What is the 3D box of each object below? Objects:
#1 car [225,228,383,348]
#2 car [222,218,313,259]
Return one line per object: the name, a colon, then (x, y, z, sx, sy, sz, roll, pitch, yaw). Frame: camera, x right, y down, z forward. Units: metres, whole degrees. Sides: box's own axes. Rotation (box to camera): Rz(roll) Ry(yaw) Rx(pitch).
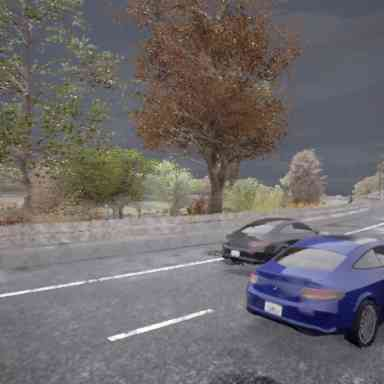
car: (2.995, 1.549, 6.315, 4.674, 1.442, 1.812, 0, 0, -38)
car: (2.968, 1.567, 10.851, 4.674, 1.442, 1.812, 0, 0, -41)
